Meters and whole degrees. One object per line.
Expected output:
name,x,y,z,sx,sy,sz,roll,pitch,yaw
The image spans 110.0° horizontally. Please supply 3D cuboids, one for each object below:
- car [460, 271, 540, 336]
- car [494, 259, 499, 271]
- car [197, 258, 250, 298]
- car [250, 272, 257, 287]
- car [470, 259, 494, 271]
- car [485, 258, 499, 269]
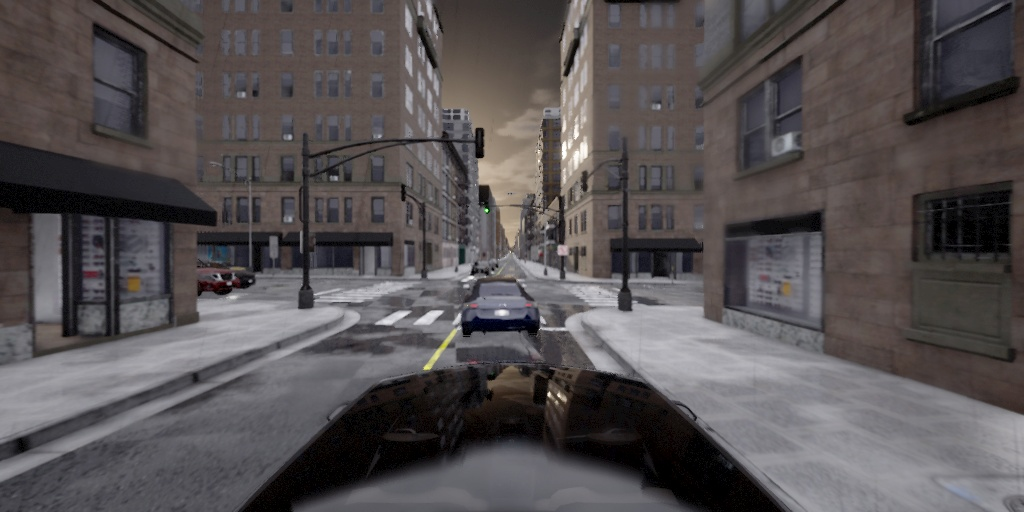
car,-0.460,1.294,10.376,1.994,1.385,4.181,0,0,-6
car,-3.114,1.236,46.494,2.033,1.411,5.357,0,0,0
car,-14.966,0.856,15.756,5.009,1.841,2.192,0,0,0
car,-15.996,0.985,18.500,5.008,1.535,1.882,1,0,-1
car,-3.110,1.203,36.671,1.837,1.490,4.892,0,0,0
car,-3.080,1.155,56.903,1.882,1.535,5.008,0,0,0
